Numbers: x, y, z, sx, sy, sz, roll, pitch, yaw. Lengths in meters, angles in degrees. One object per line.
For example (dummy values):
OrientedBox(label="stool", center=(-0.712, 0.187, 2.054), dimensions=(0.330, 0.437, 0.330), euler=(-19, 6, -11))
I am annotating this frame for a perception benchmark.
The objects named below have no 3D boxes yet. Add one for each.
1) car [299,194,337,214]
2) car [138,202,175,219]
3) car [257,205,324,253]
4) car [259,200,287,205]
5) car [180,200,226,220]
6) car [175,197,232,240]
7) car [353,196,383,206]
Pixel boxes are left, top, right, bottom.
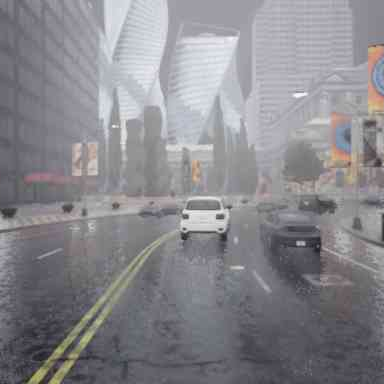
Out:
OrientedBox(label="car", center=(13.034, 1.273, 34.453), dimensions=(2.150, 2.045, 5.566), euler=(-1, 0, 43))
OrientedBox(label="car", center=(-2.706, 1.591, 29.966), dimensions=(2.033, 1.411, 5.357), euler=(0, 0, 25))
OrientedBox(label="car", center=(3.927, 1.525, 13.842), dimensions=(1.837, 1.490, 4.892), euler=(0, 0, 4))
OrientedBox(label="car", center=(8.455, 1.542, 34.299), dimensions=(2.128, 1.511, 4.902), euler=(0, 0, 37))
OrientedBox(label="car", center=(1.062, 1.535, 29.482), dimensions=(2.128, 1.511, 4.902), euler=(0, 0, 28))
OrientedBox(label="car", center=(0.839, 1.249, 17.297), dimensions=(2.150, 2.045, 5.566), euler=(0, 0, 8))
OrientedBox(label="car", center=(28.833, 1.433, 54.703), dimensions=(4.553, 1.767, 2.097), euler=(0, 0, -11))
